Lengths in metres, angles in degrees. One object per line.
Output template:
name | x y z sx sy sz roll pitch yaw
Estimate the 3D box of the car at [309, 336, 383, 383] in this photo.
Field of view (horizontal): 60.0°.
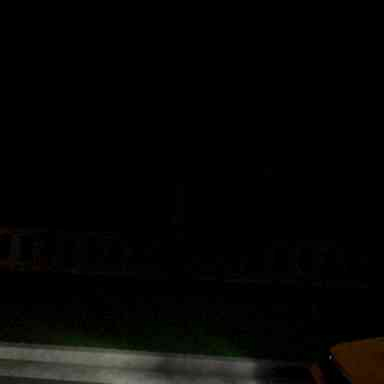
car | 3.918 1.788 2.974 5.366 1.575 1.801 2 -3 3
